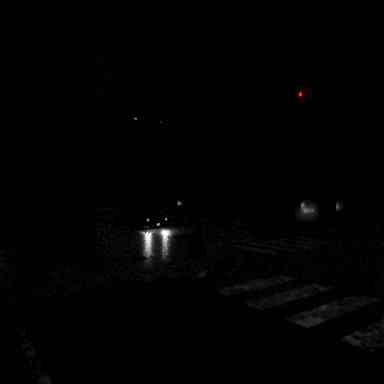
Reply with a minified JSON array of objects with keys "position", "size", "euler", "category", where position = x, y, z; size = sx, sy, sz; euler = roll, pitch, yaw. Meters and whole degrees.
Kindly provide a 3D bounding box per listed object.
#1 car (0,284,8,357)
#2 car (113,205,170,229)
[{"position":[-4.206,1.566,3.188],"size":[4.313,1.339,1.947],"euler":[0,0,-36],"category":"car"},{"position":[-3.631,1.631,22.785],"size":[2.033,1.411,5.357],"euler":[0,0,-36],"category":"car"}]
